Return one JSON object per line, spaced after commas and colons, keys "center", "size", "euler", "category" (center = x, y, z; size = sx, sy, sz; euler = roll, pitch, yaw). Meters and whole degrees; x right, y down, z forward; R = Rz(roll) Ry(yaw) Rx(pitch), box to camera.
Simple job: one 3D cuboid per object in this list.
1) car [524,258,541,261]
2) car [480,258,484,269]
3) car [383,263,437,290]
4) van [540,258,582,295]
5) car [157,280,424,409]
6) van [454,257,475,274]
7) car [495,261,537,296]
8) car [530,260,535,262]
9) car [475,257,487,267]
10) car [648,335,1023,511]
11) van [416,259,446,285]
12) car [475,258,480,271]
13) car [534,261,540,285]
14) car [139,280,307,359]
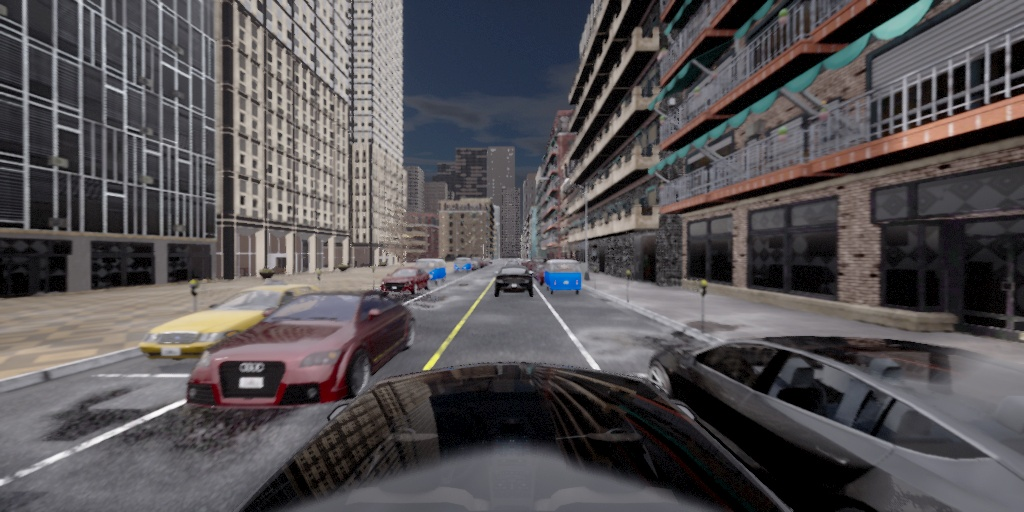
{"center": [2.683, 1.068, 36.205], "size": [2.192, 1.841, 5.009], "euler": [0, 0, 0], "category": "car"}
{"center": [-5.699, 1.313, 52.787], "size": [2.007, 1.370, 4.403], "euler": [0, 0, 0], "category": "car"}
{"center": [-5.695, 1.295, 19.621], "size": [1.888, 1.381, 4.507], "euler": [0, 0, 0], "category": "car"}
{"center": [2.686, 1.090, 19.621], "size": [1.690, 1.789, 3.998], "euler": [0, 0, 0], "category": "van"}
{"center": [-3.096, 1.313, 6.252], "size": [1.994, 1.385, 4.181], "euler": [0, 0, 0], "category": "car"}
{"center": [-5.698, 1.096, 41.731], "size": [1.690, 1.789, 3.998], "euler": [0, 0, 0], "category": "van"}
{"center": [0.096, 1.227, 19.343], "size": [1.882, 1.535, 5.008], "euler": [0, 0, 0], "category": "car"}
{"center": [2.684, 1.302, 30.676], "size": [2.007, 1.370, 4.403], "euler": [0, 0, 0], "category": "car"}
{"center": [-5.700, 1.081, 58.314], "size": [2.192, 1.841, 5.009], "euler": [0, 0, 0], "category": "car"}
{"center": [2.687, 1.316, 3.039], "size": [1.948, 1.339, 4.313], "euler": [0, 0, 0], "category": "car"}
{"center": [-5.696, 1.091, 25.149], "size": [1.690, 1.789, 3.998], "euler": [0, 0, 0], "category": "van"}
{"center": [-5.698, 1.341, 47.259], "size": [1.802, 1.307, 4.207], "euler": [0, 0, 0], "category": "car"}
{"center": [2.685, 1.295, 25.149], "size": [1.888, 1.381, 4.507], "euler": [0, 0, 0], "category": "car"}
{"center": [-5.694, 1.275, 8.396], "size": [1.751, 1.417, 4.829], "euler": [0, 0, 0], "category": "car"}
